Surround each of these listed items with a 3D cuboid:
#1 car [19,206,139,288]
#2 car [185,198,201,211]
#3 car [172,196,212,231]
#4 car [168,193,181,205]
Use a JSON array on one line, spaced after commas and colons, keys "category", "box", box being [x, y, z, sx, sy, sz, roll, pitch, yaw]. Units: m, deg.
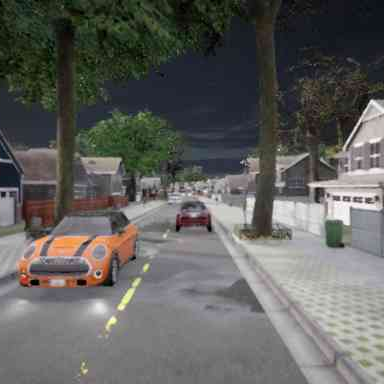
[{"category": "car", "box": [-2.851, 1.347, 9.355, 2.097, 1.767, 4.553, 0, 0, 0]}, {"category": "car", "box": [0.102, 1.475, 40.572, 1.837, 1.490, 4.892, 0, 0, 0]}, {"category": "car", "box": [0.102, 1.340, 20.559, 2.097, 1.767, 4.553, 0, 0, 0]}, {"category": "car", "box": [-2.757, 1.181, 56.598, 2.150, 2.045, 5.566, 0, 0, 0]}]
